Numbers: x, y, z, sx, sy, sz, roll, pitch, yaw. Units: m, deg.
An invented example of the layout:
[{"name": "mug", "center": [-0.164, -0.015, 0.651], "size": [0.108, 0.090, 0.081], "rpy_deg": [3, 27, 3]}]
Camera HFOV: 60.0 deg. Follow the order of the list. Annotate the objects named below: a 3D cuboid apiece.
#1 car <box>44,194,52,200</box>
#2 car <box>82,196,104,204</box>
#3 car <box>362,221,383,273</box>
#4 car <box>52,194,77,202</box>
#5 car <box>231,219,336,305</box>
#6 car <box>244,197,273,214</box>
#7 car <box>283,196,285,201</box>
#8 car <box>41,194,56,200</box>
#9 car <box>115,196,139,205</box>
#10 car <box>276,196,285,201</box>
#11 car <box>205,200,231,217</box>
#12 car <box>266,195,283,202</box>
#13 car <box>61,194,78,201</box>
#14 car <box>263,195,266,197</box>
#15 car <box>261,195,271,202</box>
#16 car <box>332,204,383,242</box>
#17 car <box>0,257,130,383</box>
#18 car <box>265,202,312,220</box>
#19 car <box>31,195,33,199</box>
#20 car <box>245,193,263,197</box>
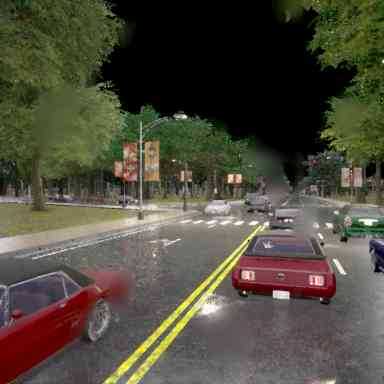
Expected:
[{"name": "car", "center": [-31.487, 1.262, 76.708], "size": [4.674, 1.442, 1.812], "rpy_deg": [0, 0, 40]}, {"name": "car", "center": [-18.135, 1.425, 61.033], "size": [4.718, 1.301, 1.895], "rpy_deg": [0, 0, 41]}, {"name": "car", "center": [5.497, 1.601, 7.609], "size": [1.895, 1.301, 4.718], "rpy_deg": [0, 0, 17]}, {"name": "car", "center": [-25.856, 1.303, 67.658], "size": [4.674, 1.442, 1.812], "rpy_deg": [0, 0, 40]}, {"name": "car", "center": [2.291, 1.601, 8.231], "size": [1.895, 1.301, 4.718], "rpy_deg": [0, 0, 17]}, {"name": "car", "center": [7.101, 1.551, 35.520], "size": [2.033, 1.411, 5.357], "rpy_deg": [0, 0, 18]}, {"name": "car", "center": [18.608, 1.553, 71.774], "size": [2.033, 1.411, 5.357], "rpy_deg": [0, 0, 17]}, {"name": "car", "center": [-36.961, 1.256, 85.625], "size": [4.181, 1.385, 1.994], "rpy_deg": [0, 0, 40]}, {"name": "car", "center": [-10.728, 1.363, 54.726], "size": [4.902, 1.511, 2.128], "rpy_deg": [0, 0, 41]}, {"name": "car", "center": [21.758, 1.611, 81.846], "size": [1.895, 1.301, 4.718], "rpy_deg": [0, 0, 17]}, {"name": "car", "center": [2.584, 1.528, 31.978], "size": [1.812, 1.442, 4.674], "rpy_deg": [0, 0, 17]}, {"name": "car", "center": [14.899, 1.535, 60.136], "size": [1.812, 1.442, 4.674], "rpy_deg": [0, 0, 18]}, {"name": "car", "center": [-29.103, 1.263, 78.947], "size": [4.674, 1.442, 1.812], "rpy_deg": [0, 0, 40]}, {"name": "car", "center": [14.507, 1.552, 69.552], "size": [2.033, 1.411, 5.357], "rpy_deg": [0, 0, 17]}, {"name": "car", "center": [17.867, 1.493, 80.289], "size": [1.882, 1.535, 5.008], "rpy_deg": [0, 0, 17]}, {"name": "car", "center": [8.136, 1.353, 16.201], "size": [2.097, 1.767, 4.553], "rpy_deg": [0, 0, 17]}, {"name": "car", "center": [-2.631, 1.601, 3.957], "size": [1.895, 1.301, 4.718], "rpy_deg": [0, 0, 17]}, {"name": "car", "center": [5.004, 1.506, 17.084], "size": [1.837, 1.490, 4.892], "rpy_deg": [0, 0, 17]}, {"name": "car", "center": [-39.067, 1.256, 83.150], "size": [4.181, 1.385, 1.994], "rpy_deg": [0, 0, 40]}, {"name": "car", "center": [10.285, 1.232, 56.326], "size": [2.150, 2.045, 5.566], "rpy_deg": [0, 0, 18]}]
